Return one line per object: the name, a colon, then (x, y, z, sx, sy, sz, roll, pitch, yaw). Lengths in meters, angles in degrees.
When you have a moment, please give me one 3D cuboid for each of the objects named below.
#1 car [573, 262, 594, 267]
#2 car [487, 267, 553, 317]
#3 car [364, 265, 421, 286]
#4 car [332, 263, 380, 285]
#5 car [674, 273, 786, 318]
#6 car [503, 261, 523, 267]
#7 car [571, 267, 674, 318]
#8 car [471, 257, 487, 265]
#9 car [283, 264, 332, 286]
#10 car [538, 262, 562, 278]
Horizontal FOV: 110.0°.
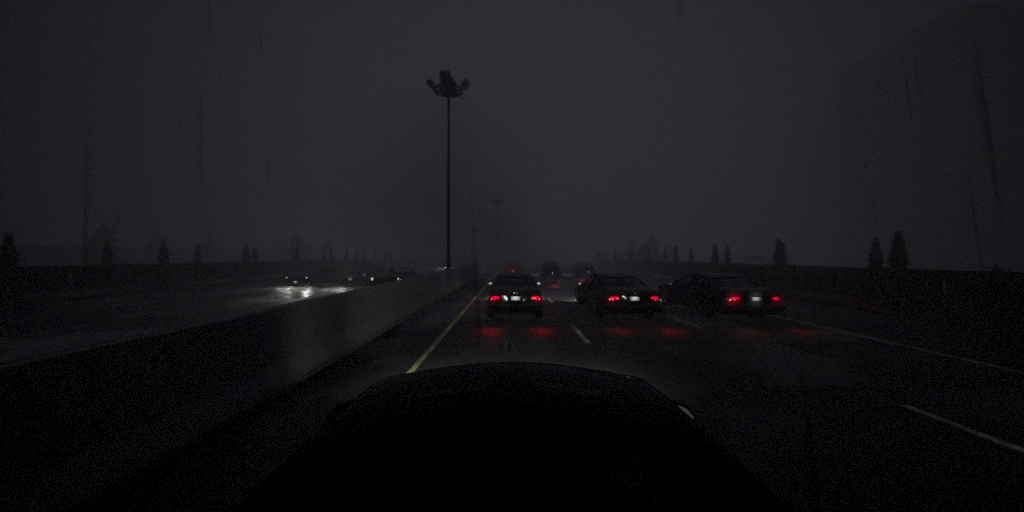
car: (7.086, 1.287, 35.419, 1.812, 1.442, 4.674, 0, 0, 0)
car: (0.100, 1.301, 13.132, 2.033, 1.411, 5.357, 0, 0, 0)
car: (-7.100, 1.358, 22.188, 1.895, 1.301, 4.718, 0, 0, 0)
car: (-10.598, 1.250, 25.949, 2.128, 1.511, 4.902, 0, 0, 0)
car: (7.099, 1.301, 12.938, 2.033, 1.411, 5.357, 0, 0, 0)
car: (0.098, 1.239, 36.001, 1.882, 1.535, 5.008, 0, 0, 0)
car: (3.600, 1.301, 13.027, 2.033, 1.411, 5.357, 0, 0, 0)
car: (-5.415, 1.334, 63.978, 1.994, 1.385, 4.181, 0, 0, 10)
car: (-14.100, 1.307, 25.998, 2.033, 1.411, 5.357, 0, 0, 0)
car: (3.598, 1.266, 34.361, 1.837, 1.490, 4.892, 0, 0, 0)
